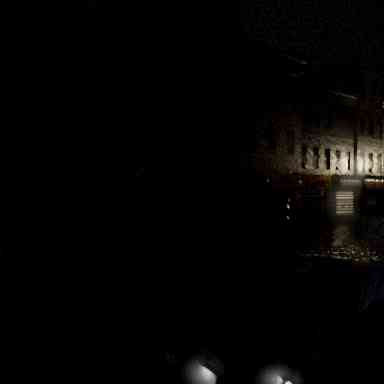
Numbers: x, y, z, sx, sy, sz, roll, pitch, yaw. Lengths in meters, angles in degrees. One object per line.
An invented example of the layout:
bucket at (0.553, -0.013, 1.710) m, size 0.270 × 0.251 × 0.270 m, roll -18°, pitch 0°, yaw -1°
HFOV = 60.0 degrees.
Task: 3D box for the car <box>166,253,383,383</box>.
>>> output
car at (1.763, 1.564, 4.325) m, size 4.181 × 1.385 × 1.994 m, roll 0°, pitch 0°, yaw -35°
